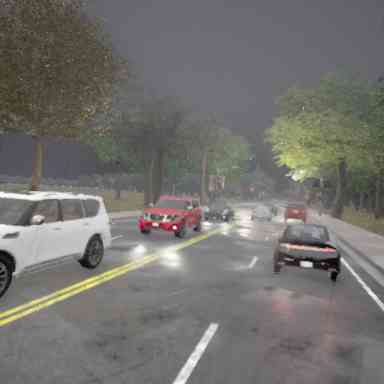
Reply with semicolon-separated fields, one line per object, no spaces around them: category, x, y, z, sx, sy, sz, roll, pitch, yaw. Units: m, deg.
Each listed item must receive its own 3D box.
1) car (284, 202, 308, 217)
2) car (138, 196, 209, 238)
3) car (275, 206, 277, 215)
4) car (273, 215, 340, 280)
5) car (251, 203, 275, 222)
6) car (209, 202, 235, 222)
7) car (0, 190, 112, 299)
car;10.841;2.147;34.877;2.150;2.045;5.566;4;0;16
car;-0.955;1.257;18.492;2.150;2.045;5.566;4;0;16
car;10.888;2.344;46.827;2.097;1.767;4.553;4;0;17
car;3.816;1.806;11.287;2.128;1.511;4.902;4;-1;17
car;7.256;2.206;34.575;1.812;1.442;4.674;4;0;16
car;2.599;1.695;30.491;2.097;1.767;4.553;4;0;17
car;-4.054;0.990;8.015;2.150;2.045;5.566;4;0;17
